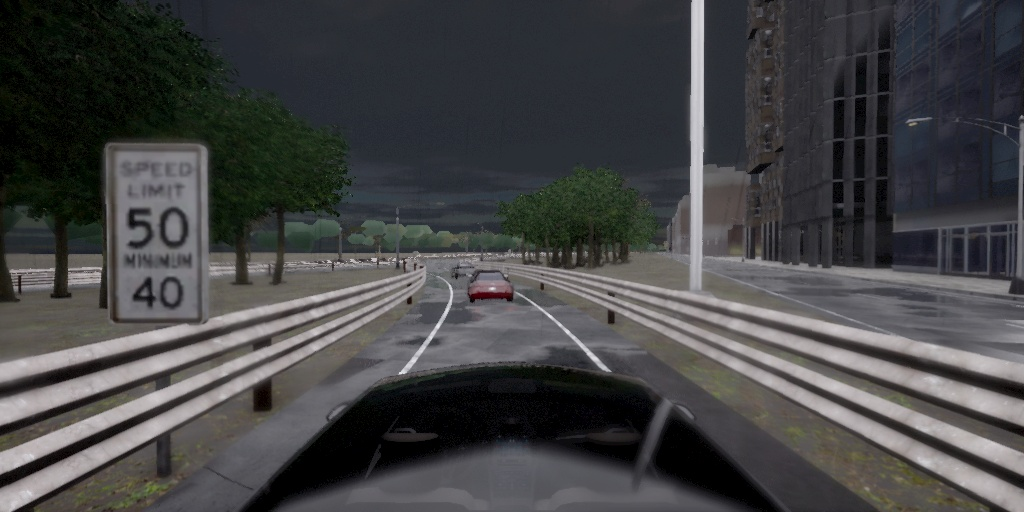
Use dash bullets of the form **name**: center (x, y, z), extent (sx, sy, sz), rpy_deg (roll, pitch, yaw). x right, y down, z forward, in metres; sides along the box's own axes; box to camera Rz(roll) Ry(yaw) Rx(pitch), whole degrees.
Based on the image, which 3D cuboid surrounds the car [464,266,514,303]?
- **car**: center (-1.105, 1.342, 16.949), extent (1.994, 1.385, 4.181), rpy_deg (0, 0, -8)

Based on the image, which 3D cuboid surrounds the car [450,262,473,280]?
- **car**: center (-4.388, 1.307, 32.079), extent (2.128, 1.511, 4.902), rpy_deg (0, 0, -16)
